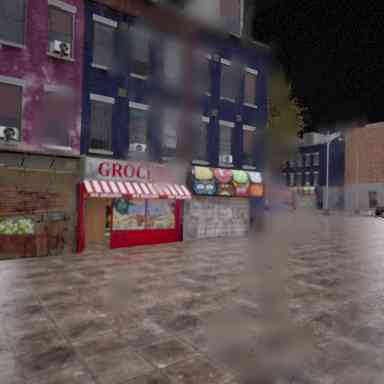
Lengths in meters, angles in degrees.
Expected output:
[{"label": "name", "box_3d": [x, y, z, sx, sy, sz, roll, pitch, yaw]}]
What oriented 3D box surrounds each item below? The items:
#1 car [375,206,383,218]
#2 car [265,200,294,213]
[{"label": "car", "box_3d": [17.164, 1.502, 26.129, 1.882, 1.535, 5.008, 2, -2, -35]}, {"label": "car", "box_3d": [9.224, 1.659, 37.448, 1.812, 1.442, 4.674, 2, -2, -35]}]
